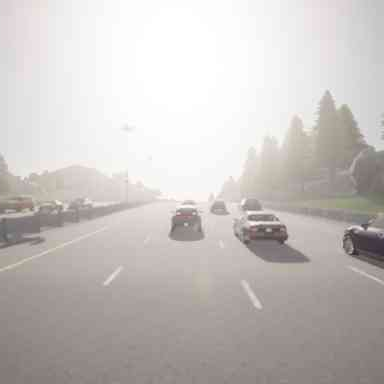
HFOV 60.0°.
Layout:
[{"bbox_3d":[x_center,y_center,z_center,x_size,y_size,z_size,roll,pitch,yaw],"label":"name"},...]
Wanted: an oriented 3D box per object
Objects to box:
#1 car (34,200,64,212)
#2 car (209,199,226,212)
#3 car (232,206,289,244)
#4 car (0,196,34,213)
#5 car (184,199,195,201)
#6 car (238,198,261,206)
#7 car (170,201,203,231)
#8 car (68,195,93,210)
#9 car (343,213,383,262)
[{"bbox_3d":[-18.033,1.758,42.843,1.812,1.442,4.674,0,0,0],"label":"car"},{"bbox_3d":[3.139,1.671,41.045,1.837,1.490,4.892,0,0,0],"label":"car"},{"bbox_3d":[3.167,1.627,16.209,2.033,1.411,5.357,0,0,0],"label":"car"},{"bbox_3d":[-21.528,1.460,41.222,2.150,2.045,5.566,0,0,0],"label":"car"},{"bbox_3d":[-0.367,1.667,45.540,1.882,1.535,5.008,0,0,0],"label":"car"},{"bbox_3d":[6.641,1.498,38.643,2.097,1.767,4.553,0,0,0],"label":"car"},{"bbox_3d":[-0.339,1.614,21.521,1.837,1.490,4.892,0,0,0],"label":"car"},{"bbox_3d":[-14.534,1.576,43.611,2.097,1.767,4.553,0,0,0],"label":"car"},{"bbox_3d":[6.673,1.400,10.535,2.097,1.767,4.553,0,0,0],"label":"car"}]
